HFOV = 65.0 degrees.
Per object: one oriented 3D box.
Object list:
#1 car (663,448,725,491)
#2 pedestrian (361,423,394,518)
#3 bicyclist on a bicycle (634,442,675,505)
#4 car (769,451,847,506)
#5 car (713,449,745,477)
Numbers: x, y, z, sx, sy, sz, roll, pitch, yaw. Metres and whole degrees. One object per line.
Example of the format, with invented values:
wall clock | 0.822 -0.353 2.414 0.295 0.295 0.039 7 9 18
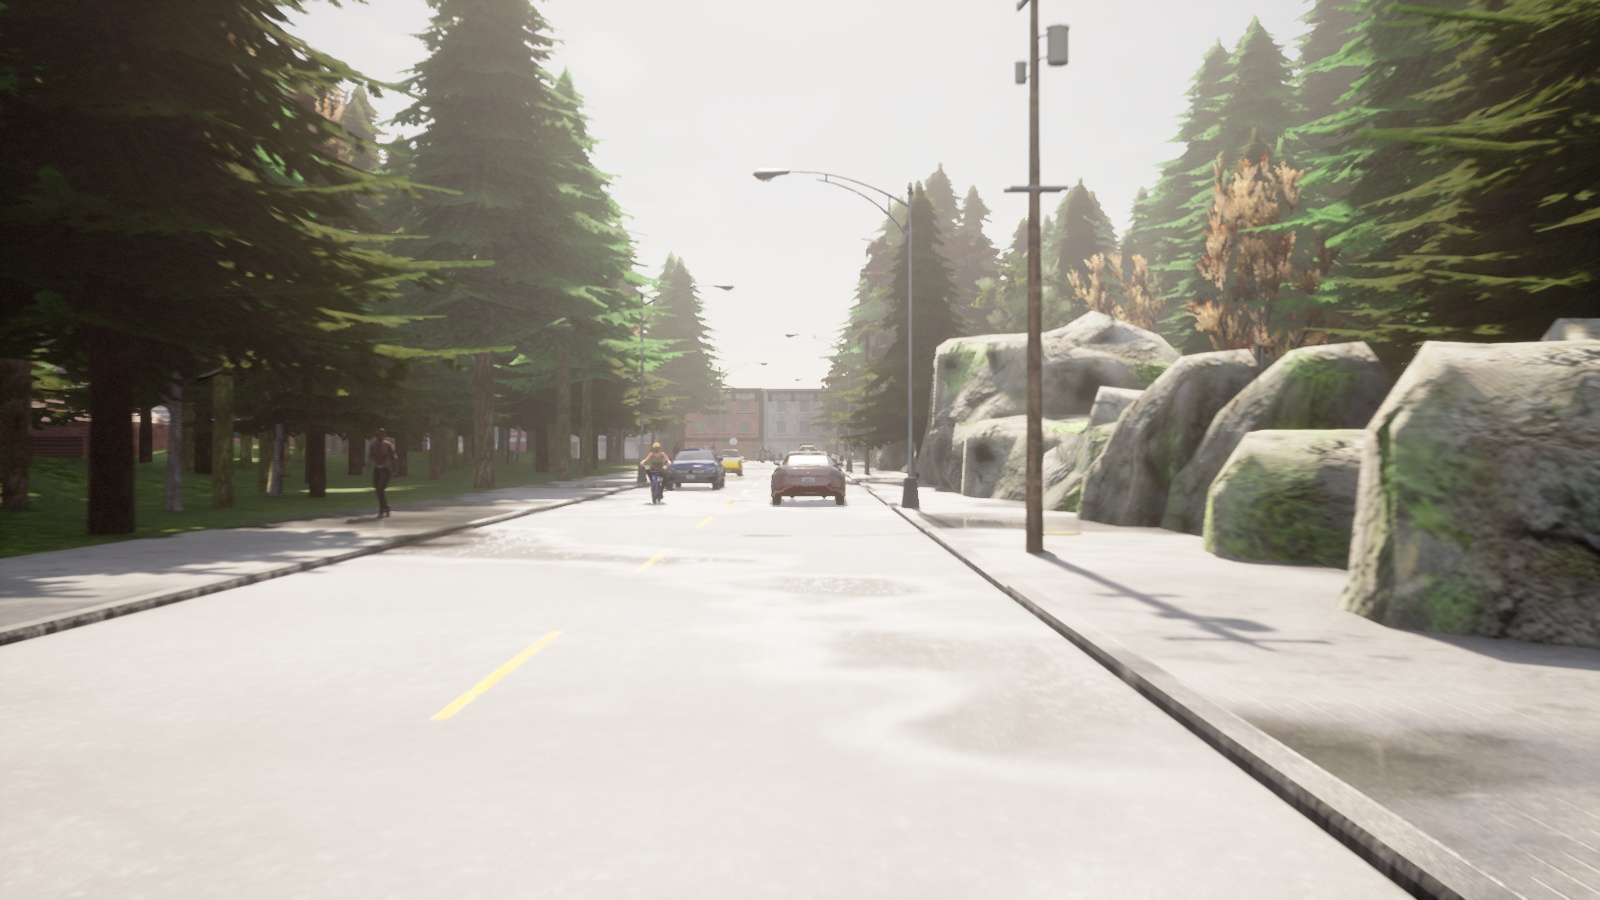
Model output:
car | -3.713 0.655 44.671 1.812 1.442 4.674 0 0 0
pedestrian | -8.147 0.387 24.242 0.328 1.805 0.869 0 0 2
bicyclist on a bicycle | -3.781 0.596 32.745 0.866 1.612 1.509 0 0 1
car | 0.223 0.723 34.090 1.994 1.385 4.181 0 0 0
car | -3.598 0.636 63.687 1.481 1.376 2.207 0 0 0
